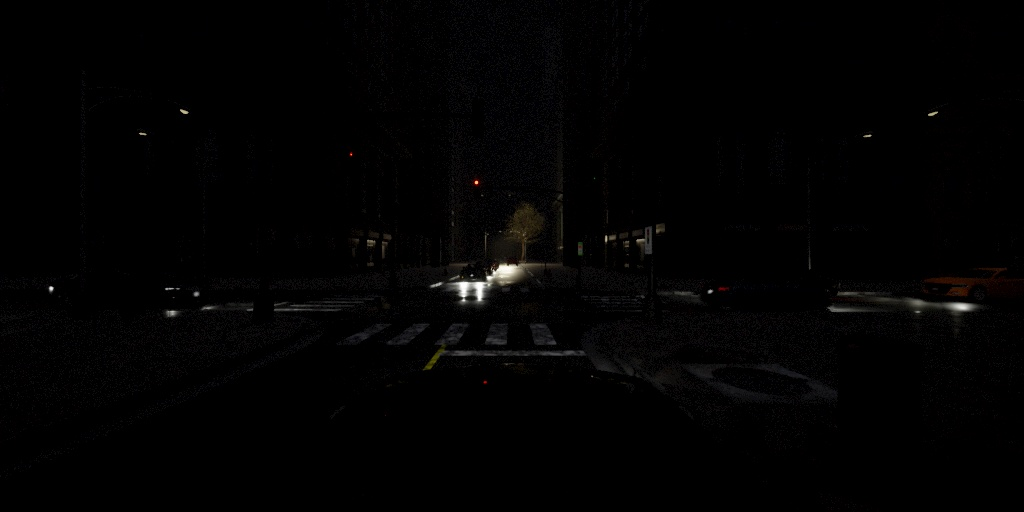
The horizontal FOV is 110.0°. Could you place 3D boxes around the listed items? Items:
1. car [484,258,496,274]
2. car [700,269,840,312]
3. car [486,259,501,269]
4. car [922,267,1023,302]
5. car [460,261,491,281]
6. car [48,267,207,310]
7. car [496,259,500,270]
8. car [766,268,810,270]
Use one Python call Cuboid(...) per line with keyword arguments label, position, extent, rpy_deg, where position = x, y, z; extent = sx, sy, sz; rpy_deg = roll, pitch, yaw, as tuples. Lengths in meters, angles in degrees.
Cuboid(label="car", position=(-3.089, 1.231, 38.634), extent=(1.882, 1.535, 5.008), rpy_deg=(0, 0, 0))
Cuboid(label="car", position=(9.609, 1.341, 13.769), extent=(4.181, 1.385, 1.994), rpy_deg=(0, 0, 0))
Cuboid(label="car", position=(-3.032, 1.268, 58.541), extent=(2.128, 1.511, 4.902), rpy_deg=(0, 0, 0))
Cuboid(label="car", position=(22.545, 1.299, 16.960), extent=(5.008, 1.535, 1.882), rpy_deg=(0, 0, 0))
Cuboid(label="car", position=(-3.092, 1.314, 29.564), extent=(1.994, 1.385, 4.181), rpy_deg=(0, 0, 0))
Cuboid(label="car", position=(-14.587, 1.191, 13.788), extent=(4.902, 1.511, 2.128), rpy_deg=(0, 0, 0))
Cuboid(label="car", position=(-3.075, 1.115, 48.280), extent=(2.097, 1.767, 4.553), rpy_deg=(0, 0, 0))
Cuboid(label="car", position=(12.590, 1.297, 16.969), extent=(4.892, 1.490, 1.837), rpy_deg=(0, 0, 0))
